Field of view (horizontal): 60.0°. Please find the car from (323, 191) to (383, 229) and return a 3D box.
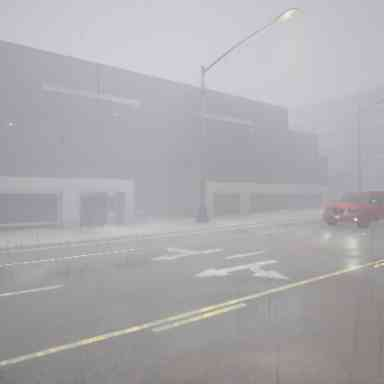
[{"bbox_3d":[10.246,0.981,19.962,5.566,2.045,2.150,-2,1,-36],"label":"car"}]
